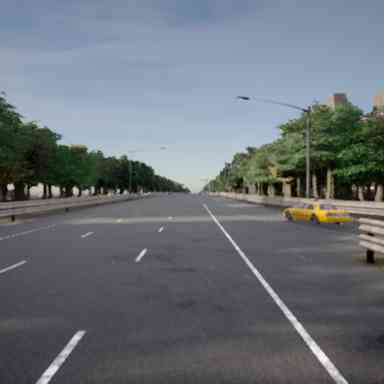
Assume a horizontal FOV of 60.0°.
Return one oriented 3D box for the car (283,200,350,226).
[{"bbox_3d":[8.165,1.326,22.461,1.801,1.575,5.366,0,1,-17],"label":"car"}]
